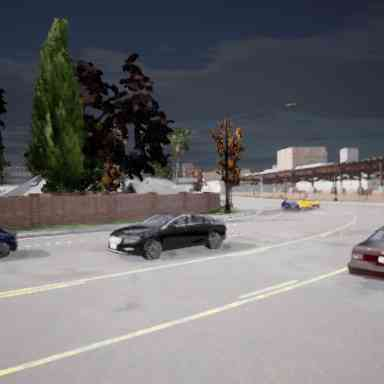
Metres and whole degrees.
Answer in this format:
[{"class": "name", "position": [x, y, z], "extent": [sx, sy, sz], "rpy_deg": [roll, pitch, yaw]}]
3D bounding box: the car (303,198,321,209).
[{"class": "car", "position": [17.426, 1.658, 49.045], "extent": [1.882, 1.535, 5.008], "rpy_deg": [-1, -1, 2]}]

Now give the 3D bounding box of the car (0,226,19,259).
[{"class": "car", "position": [-8.197, 1.616, 11.189], "extent": [4.181, 1.385, 1.994], "rpy_deg": [0, 0, -37]}]

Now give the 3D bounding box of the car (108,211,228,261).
[{"class": "car", "position": [-0.751, 1.518, 12.614], "extent": [4.902, 1.511, 2.128], "rpy_deg": [0, 0, -41]}]

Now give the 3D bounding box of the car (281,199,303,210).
[{"class": "car", "position": [13.722, 1.747, 46.536], "extent": [1.812, 1.442, 4.674], "rpy_deg": [-1, -1, 5]}]

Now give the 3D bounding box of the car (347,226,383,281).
[{"class": "car", "position": [6.037, 1.524, 8.955], "extent": [5.357, 1.411, 2.033], "rpy_deg": [0, 0, -43]}]
